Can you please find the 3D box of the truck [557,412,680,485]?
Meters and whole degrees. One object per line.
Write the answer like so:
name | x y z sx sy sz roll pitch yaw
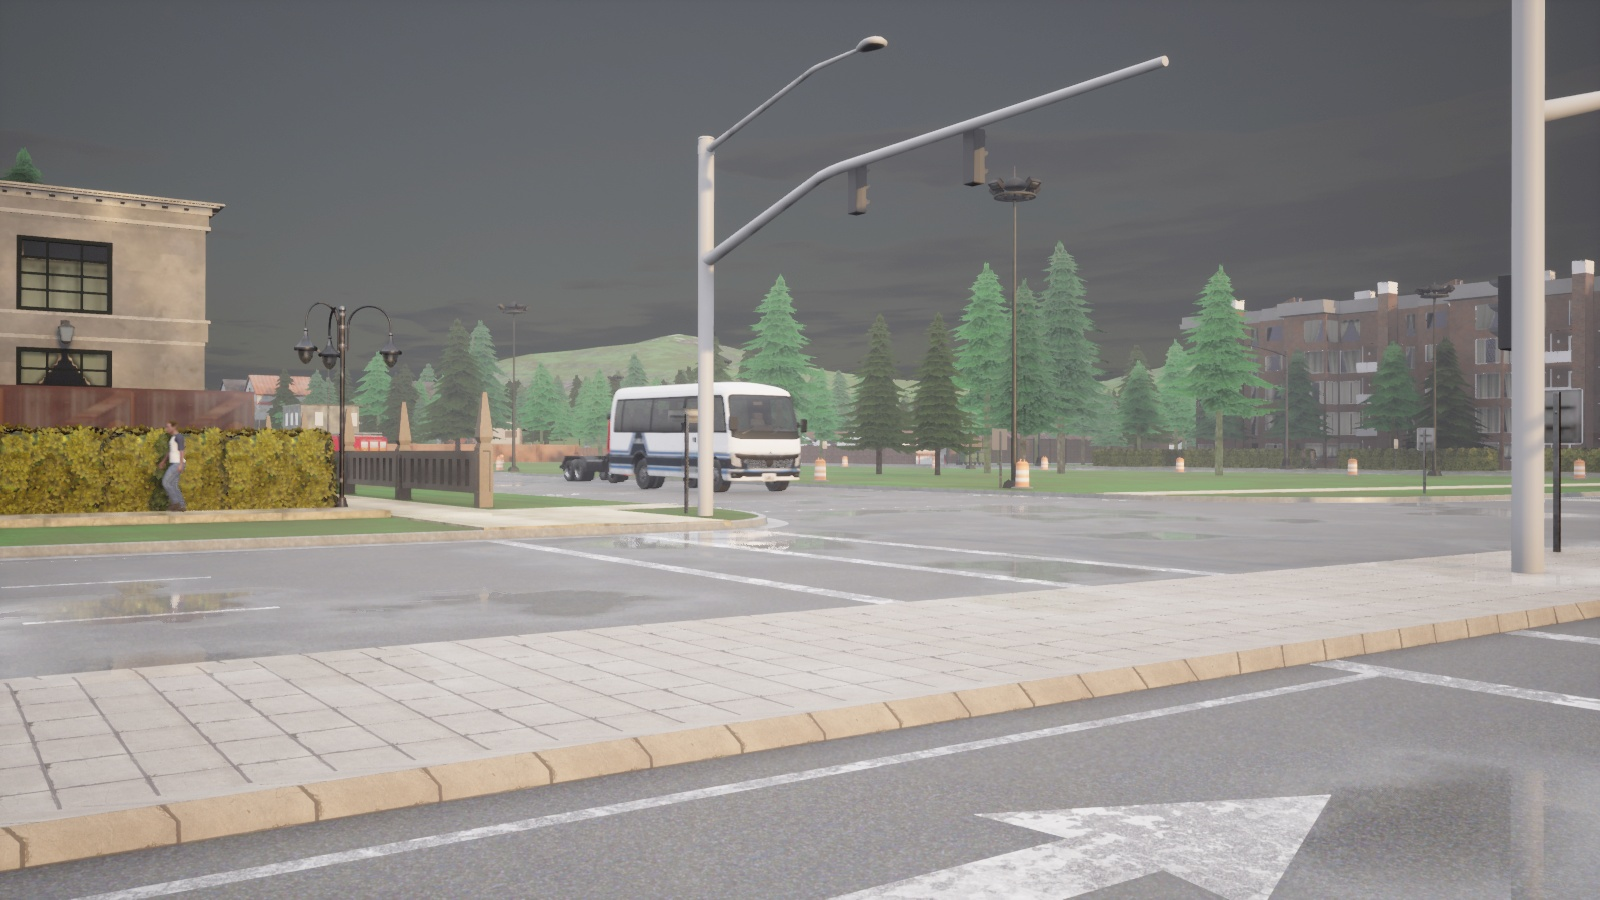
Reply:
truck | -9.333 -0.061 63.827 2.891 3.462 7.936 0 0 -35

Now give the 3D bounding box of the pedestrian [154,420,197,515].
pedestrian | -12.243 0.335 24.614 0.706 1.836 0.354 0 0 -38

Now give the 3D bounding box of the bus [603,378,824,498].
bus | -3.688 -0.502 49.853 3.944 4.253 10.273 0 1 -35
